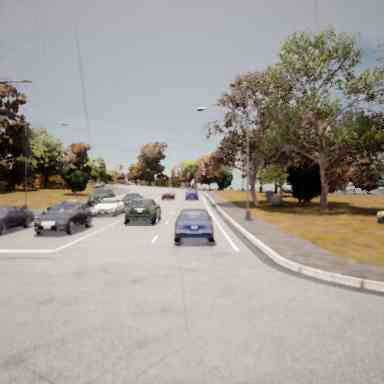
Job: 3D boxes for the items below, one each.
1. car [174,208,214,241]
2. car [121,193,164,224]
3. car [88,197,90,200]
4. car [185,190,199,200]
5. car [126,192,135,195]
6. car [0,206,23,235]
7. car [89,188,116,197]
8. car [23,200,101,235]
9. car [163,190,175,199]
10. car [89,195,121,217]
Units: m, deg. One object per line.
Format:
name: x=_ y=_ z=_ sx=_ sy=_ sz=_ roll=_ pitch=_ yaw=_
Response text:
car: x=0.093 y=1.522 z=16.575 sx=2.033 sy=1.411 sz=5.357 roll=0 pitch=1 yaw=0
car: x=-3.410 y=1.214 z=23.833 sx=2.097 sy=1.767 sz=4.553 roll=0 pitch=1 yaw=0
car: x=-10.595 y=1.344 z=28.510 sx=1.895 sy=1.301 sz=4.718 roll=0 pitch=2 yaw=0
car: x=-0.020 y=0.392 z=48.764 sx=1.812 sy=1.442 sz=4.674 roll=0 pitch=3 yaw=0
car: x=-7.029 y=0.849 z=38.992 sx=1.837 sy=1.490 sz=4.892 roll=0 pitch=3 yaw=0
car: x=-10.640 y=1.499 z=18.630 sx=2.033 sy=1.411 sz=5.357 roll=0 pitch=1 yaw=-3
car: x=-10.518 y=0.553 z=39.243 sx=2.150 sy=2.045 sz=5.566 roll=0 pitch=3 yaw=0
car: x=-7.098 y=1.441 z=18.816 sx=2.128 sy=1.511 sz=4.902 roll=0 pitch=1 yaw=1
car: x=-3.518 y=0.400 z=50.122 sx=1.895 sy=1.301 sz=4.718 roll=0 pitch=3 yaw=0
car: x=-7.092 y=1.263 z=28.710 sx=1.812 sy=1.442 sz=4.674 roll=0 pitch=2 yaw=0
